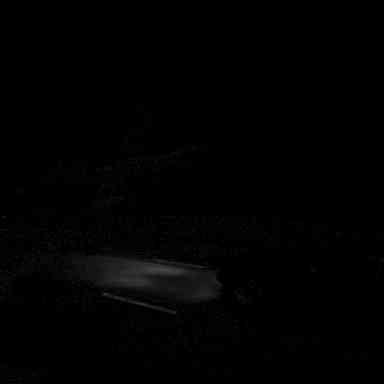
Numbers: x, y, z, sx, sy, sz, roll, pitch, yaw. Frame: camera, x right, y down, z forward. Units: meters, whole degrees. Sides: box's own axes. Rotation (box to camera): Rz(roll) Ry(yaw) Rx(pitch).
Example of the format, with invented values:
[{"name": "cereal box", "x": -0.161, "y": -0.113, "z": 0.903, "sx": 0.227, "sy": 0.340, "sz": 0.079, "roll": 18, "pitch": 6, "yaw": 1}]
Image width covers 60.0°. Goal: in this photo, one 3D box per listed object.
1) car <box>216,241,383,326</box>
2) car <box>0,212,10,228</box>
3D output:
[{"name": "car", "x": 2.846, "y": 1.607, "z": 6.262, "sx": 4.718, "sy": 1.301, "sz": 1.895, "roll": 0, "pitch": 0, "yaw": 36}, {"name": "car", "x": -14.371, "y": 1.811, "z": 22.848, "sx": 4.181, "sy": 1.385, "sz": 1.994, "roll": -1, "pitch": -1, "yaw": 36}]
